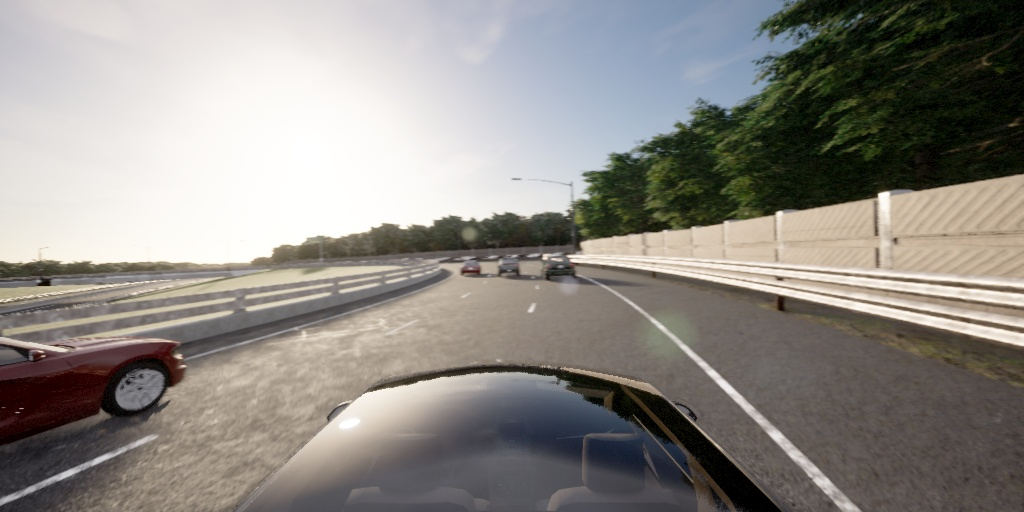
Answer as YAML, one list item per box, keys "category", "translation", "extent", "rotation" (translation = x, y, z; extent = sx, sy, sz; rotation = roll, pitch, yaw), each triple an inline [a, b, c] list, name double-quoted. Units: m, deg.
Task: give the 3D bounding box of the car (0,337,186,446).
- category: "car"
  translation: [-6.438, 1.502, 3.618]
  extent: [1.882, 1.535, 5.008]
  rotation: [-2, 1, 13]

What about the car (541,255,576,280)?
- category: "car"
  translation: [3.249, 0.698, 25.946]
  extent: [2.097, 1.767, 4.553]
  rotation: [-3, 1, 0]

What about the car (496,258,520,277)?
- category: "car"
  translation: [-0.340, 0.945, 31.514]
  extent: [2.128, 1.511, 4.902]
  rotation: [-2, 1, -3]

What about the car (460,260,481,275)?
- category: "car"
  translation: [-4.155, 1.144, 36.124]
  extent: [1.994, 1.385, 4.181]
  rotation: [-3, 1, -6]
